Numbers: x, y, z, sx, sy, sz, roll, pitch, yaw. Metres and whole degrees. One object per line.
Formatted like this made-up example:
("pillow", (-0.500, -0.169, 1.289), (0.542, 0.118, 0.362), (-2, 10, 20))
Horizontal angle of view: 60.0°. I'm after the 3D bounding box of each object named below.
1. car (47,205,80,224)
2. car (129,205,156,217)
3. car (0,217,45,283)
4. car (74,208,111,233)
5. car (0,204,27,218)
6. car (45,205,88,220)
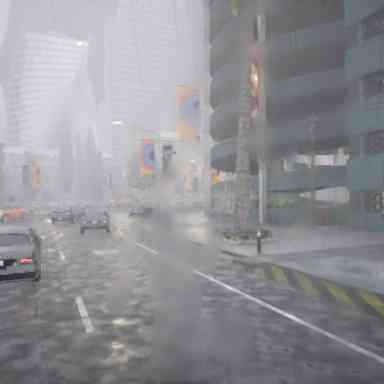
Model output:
("car", (-10.866, 2.016, 29.546), (2.128, 1.511, 4.902), (0, -1, -2))
("car", (-5.902, 2.229, 40.218), (1.994, 1.385, 4.181), (-1, -1, 16))
("car", (-5.499, 1.735, 9.923), (2.033, 1.411, 5.357), (0, -1, -24))
("car", (-6.580, 1.943, 22.768), (2.033, 1.411, 5.357), (0, -1, -14))
("car", (-17.954, 1.952, 31.978), (2.097, 1.767, 4.553), (0, -1, 3))
("car", (-13.983, 2.214, 37.489), (2.033, 1.411, 5.357), (0, -1, 10))
